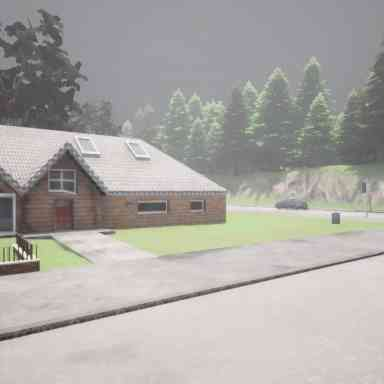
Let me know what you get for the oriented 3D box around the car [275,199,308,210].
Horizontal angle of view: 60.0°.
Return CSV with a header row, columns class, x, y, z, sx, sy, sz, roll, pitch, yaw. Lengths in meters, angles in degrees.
class,x,y,z,sx,sy,sz,roll,pitch,yaw
car,12.650,1.564,42.459,1.994,1.385,4.181,0,0,-35
